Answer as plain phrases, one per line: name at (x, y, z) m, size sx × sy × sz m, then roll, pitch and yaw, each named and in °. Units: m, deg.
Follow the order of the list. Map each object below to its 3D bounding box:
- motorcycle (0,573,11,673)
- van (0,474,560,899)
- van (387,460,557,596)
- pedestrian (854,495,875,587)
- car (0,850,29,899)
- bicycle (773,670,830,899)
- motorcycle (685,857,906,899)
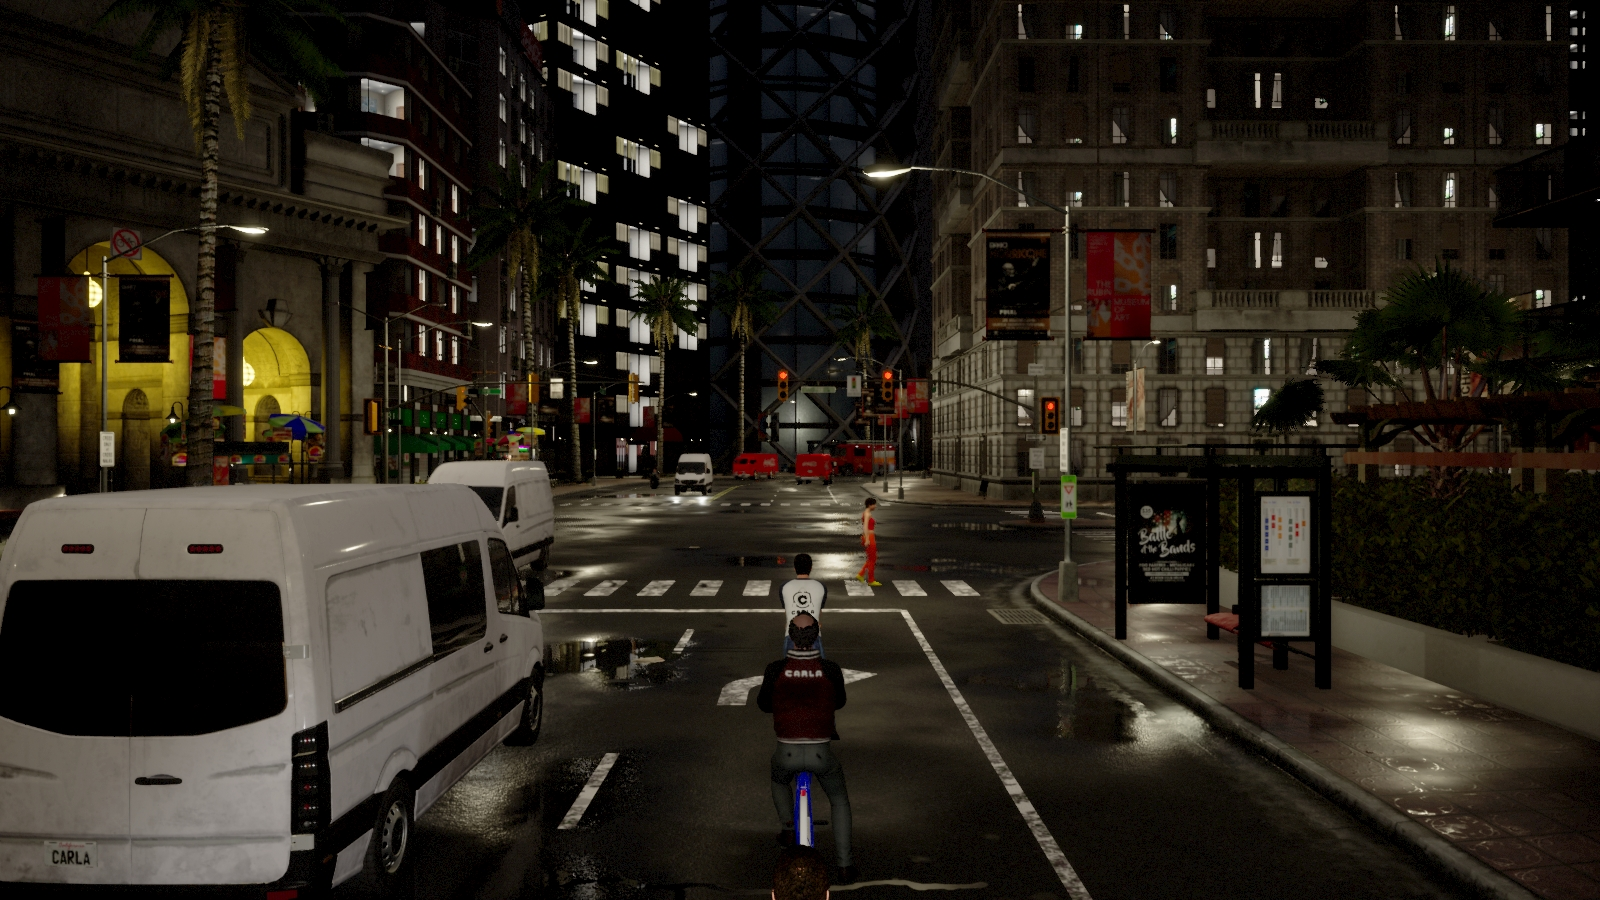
motorcycle at (-10.456, 2.182, 13.617) m, size 0.856 × 1.236 × 1.805 m, roll 0°, pitch 0°, yaw 0°
van at (-3.525, 1.534, 8.973) m, size 1.988 × 2.561 × 5.915 m, roll 0°, pitch 0°, yaw 0°
van at (-6.936, 1.534, 24.940) m, size 1.988 × 2.561 × 5.915 m, roll 0°, pitch 0°, yaw 0°
pedestrian at (1.311, 1.849, 23.348) m, size 0.375 × 1.860 × 0.375 m, roll 0°, pitch 0°, yaw -7°
car at (-3.487, 2.120, 2.971) m, size 1.481 × 1.376 × 2.207 m, roll 0°, pitch 0°, yaw 0°
bicycle at (0.008, 2.210, 7.501) m, size 0.329 × 1.171 × 1.835 m, roll 0°, pitch 0°, yaw 0°
motorcycle at (-0.018, 2.213, 3.585) m, size 0.803 × 1.145 × 2.033 m, roll 0°, pitch 0°, yaw 0°
